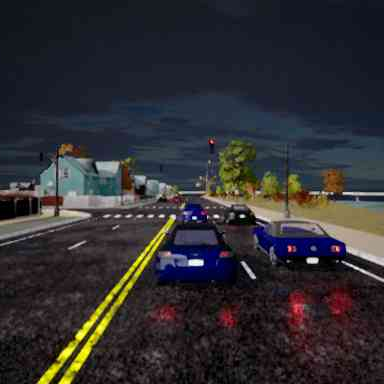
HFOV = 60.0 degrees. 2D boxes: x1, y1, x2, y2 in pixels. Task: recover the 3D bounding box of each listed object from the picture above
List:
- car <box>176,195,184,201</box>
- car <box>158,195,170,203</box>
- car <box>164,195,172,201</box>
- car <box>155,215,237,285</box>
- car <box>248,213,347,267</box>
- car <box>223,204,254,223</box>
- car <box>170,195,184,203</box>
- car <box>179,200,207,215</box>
[{"bbox_3d":[-3.256,1.667,89.752,2.128,1.511,4.902,0,0,0],"label":"car"},{"bbox_3d":[-6.504,1.661,74.154,1.994,1.385,4.181,0,0,0],"label":"car"},{"bbox_3d":[-6.506,1.619,89.751,1.882,1.535,5.008,0,0,0],"label":"car"},{"bbox_3d":[0.096,1.571,9.538,1.994,1.385,4.181,0,0,0],"label":"car"},{"bbox_3d":[3.347,1.608,11.393,1.895,1.301,4.718,0,0,0],"label":"car"},{"bbox_3d":[3.347,1.582,24.086,1.994,1.385,4.181,0,0,0],"label":"car"},{"bbox_3d":[-3.255,1.586,74.155,1.882,1.535,5.008,0,0,0],"label":"car"},{"bbox_3d":[0.083,1.544,24.177,1.812,1.442,4.674,0,0,-2],"label":"car"}]
